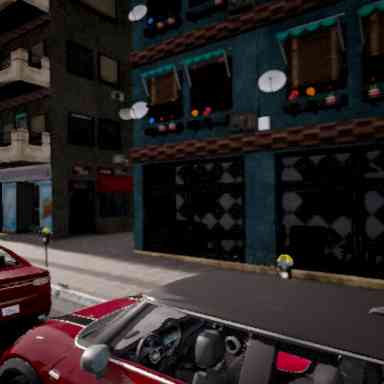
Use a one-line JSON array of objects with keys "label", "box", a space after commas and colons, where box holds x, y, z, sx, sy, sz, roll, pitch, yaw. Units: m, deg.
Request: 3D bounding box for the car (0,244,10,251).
[{"label": "car", "box": [-4.367, 1.534, 5.994, 4.507, 1.381, 1.887, 0, -1, 35]}]

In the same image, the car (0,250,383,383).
[{"label": "car", "box": [0.135, 1.438, 2.795, 4.097, 1.590, 1.967, 0, -1, 35]}]
